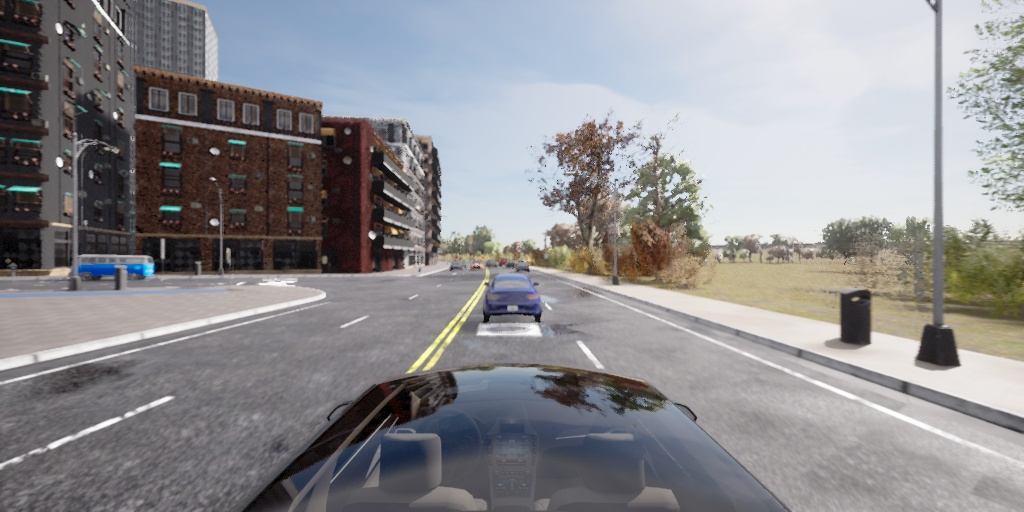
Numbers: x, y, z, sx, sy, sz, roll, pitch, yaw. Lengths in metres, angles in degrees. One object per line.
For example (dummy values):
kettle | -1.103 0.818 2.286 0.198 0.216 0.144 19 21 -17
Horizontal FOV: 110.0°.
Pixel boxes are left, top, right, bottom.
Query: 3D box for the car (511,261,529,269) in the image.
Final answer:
car | 1.432 1.624 52.683 2.033 1.411 5.357 0 0 -4

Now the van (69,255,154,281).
van | -28.130 0.822 25.390 3.998 1.789 1.690 0 0 -31

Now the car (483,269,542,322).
car | -0.013 1.348 12.561 1.812 1.442 4.674 0 0 -1

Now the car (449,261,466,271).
car | -8.832 1.620 56.989 1.837 1.490 4.892 0 0 -4

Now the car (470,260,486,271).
car | -5.595 1.466 57.240 2.097 1.767 4.553 0 0 -4
